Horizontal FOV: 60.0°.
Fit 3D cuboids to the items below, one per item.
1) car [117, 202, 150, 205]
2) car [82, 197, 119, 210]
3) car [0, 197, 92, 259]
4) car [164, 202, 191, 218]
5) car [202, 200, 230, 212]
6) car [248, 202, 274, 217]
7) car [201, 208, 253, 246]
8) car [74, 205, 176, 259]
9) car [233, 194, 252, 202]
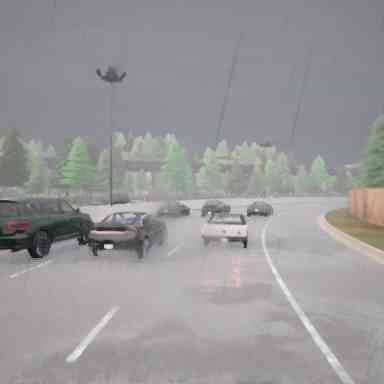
[{"bbox_3d":[-6.290,1.527,37.915,1.812,1.442,4.674,0,0,23],"label":"car"},{"bbox_3d":[-11.709,1.459,42.981,1.882,1.535,5.008,0,0,24],"label":"car"},{"bbox_3d":[-5.813,1.206,12.789,2.150,2.045,5.566,0,0,8],"label":"car"},{"bbox_3d":[-1.562,1.580,30.063,1.994,1.385,4.181,0,0,19],"label":"car"},{"bbox_3d":[2.279,1.538,30.499,1.837,1.490,4.892,0,0,19],"label":"car"},{"bbox_3d":[6.618,1.618,32.010,1.994,1.385,4.181,0,0,22],"label":"car"},{"bbox_3d":[1.693,1.620,15.381,1.895,1.301,4.718,0,0,11],"label":"car"},{"bbox_3d":[-2.253,1.492,12.751,2.128,1.511,4.902,0,0,8],"label":"car"},{"bbox_3d":[11.843,1.444,77.315,4.553,1.767,2.097,0,0,-45],"label":"car"}]
